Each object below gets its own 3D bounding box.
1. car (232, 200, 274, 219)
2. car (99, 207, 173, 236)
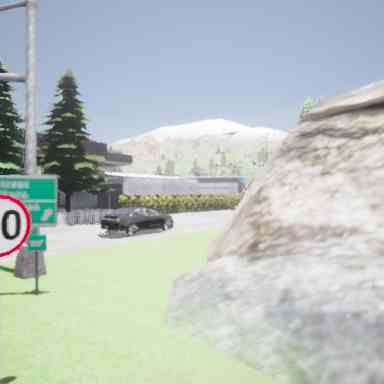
[{"bbox_3d":[5.681,1.506,31.606,2.097,1.767,4.553,0,0,36],"label":"car"},{"bbox_3d":[-3.083,1.646,19.526,2.128,1.511,4.902,0,0,36],"label":"car"}]
